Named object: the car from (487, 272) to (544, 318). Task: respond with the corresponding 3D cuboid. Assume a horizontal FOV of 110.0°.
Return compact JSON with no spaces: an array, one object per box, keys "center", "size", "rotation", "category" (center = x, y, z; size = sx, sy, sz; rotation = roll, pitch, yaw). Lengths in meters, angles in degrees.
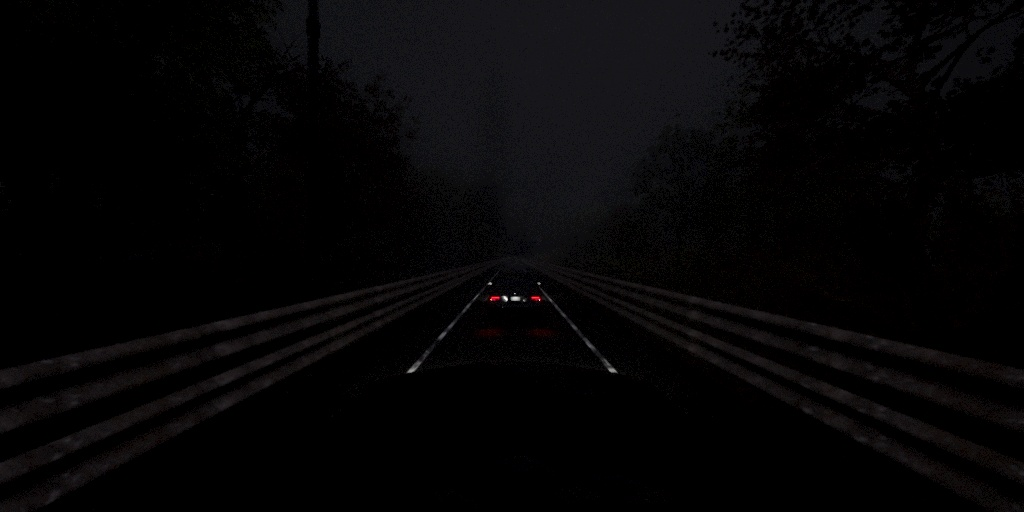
[{"center":[0.101,1.300,13.018],"size":[2.033,1.411,5.357],"rotation":[0,0,0],"category":"car"}]
